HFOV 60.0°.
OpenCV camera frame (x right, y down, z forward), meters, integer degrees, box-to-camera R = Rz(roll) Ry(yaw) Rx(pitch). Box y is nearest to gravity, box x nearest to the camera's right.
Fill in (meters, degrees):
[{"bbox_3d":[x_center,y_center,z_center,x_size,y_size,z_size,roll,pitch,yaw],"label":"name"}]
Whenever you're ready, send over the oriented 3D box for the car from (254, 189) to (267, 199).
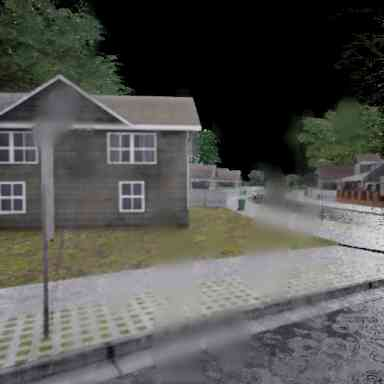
[{"bbox_3d":[11.864,0.258,57.816,2.097,1.767,4.553,0,1,11],"label":"car"}]
